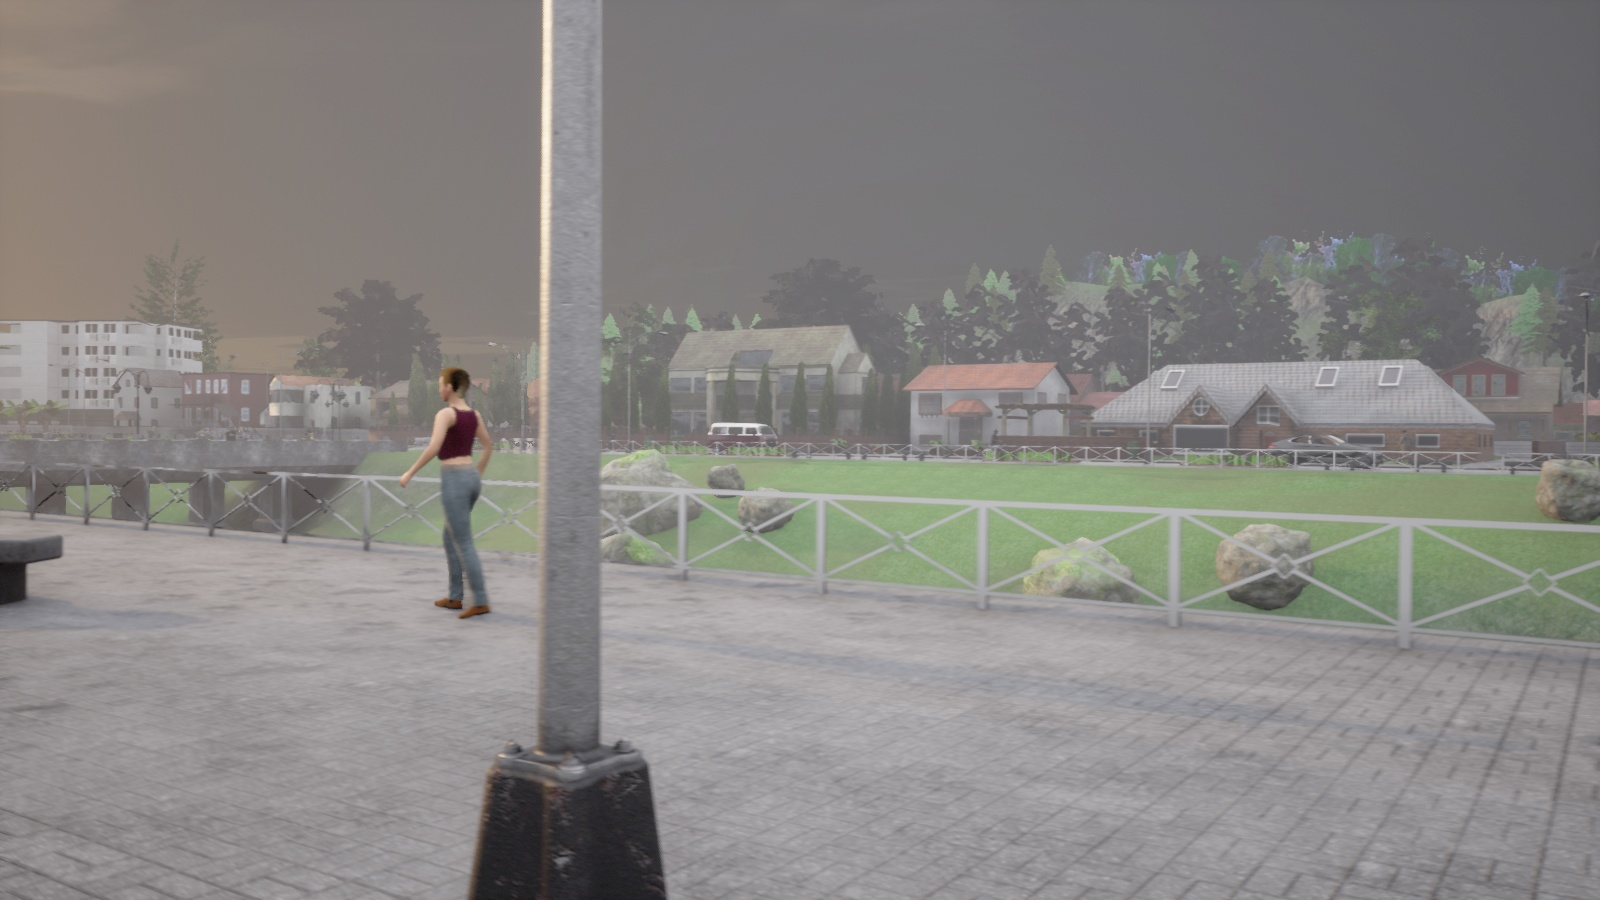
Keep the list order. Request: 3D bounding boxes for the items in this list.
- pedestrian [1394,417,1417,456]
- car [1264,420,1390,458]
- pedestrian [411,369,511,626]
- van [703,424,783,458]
[{"bbox_3d":[30.385,-0.694,63.008,0.659,1.952,0.873,-1,1,-43],"label":"pedestrian"},{"bbox_3d":[24.079,-0.492,57.435,5.027,1.651,2.152,0,1,34],"label":"car"},{"bbox_3d":[-2.493,0.338,9.244,0.594,1.836,0.345,0,1,20],"label":"pedestrian"},{"bbox_3d":[-3.444,-0.547,75.730,4.480,2.038,2.069,0,1,34],"label":"van"}]
